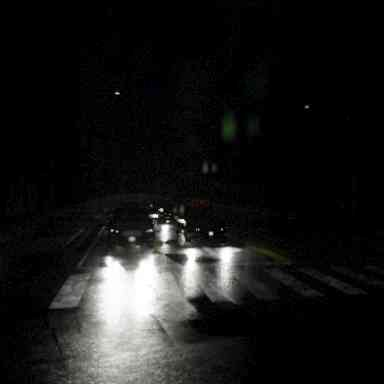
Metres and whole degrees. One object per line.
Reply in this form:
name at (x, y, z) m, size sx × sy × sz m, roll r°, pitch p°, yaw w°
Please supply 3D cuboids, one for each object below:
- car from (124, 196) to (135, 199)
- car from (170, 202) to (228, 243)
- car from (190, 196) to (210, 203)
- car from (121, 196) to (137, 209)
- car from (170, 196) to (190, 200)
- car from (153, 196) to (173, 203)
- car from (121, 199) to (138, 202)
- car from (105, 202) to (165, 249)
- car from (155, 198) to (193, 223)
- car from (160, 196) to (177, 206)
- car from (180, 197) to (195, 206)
car at (-6.428, 1.422, 34.030) m, size 1.812 × 1.442 × 4.674 m, roll 1°, pitch 0°, yaw -11°
car at (0.327, 1.484, 16.222) m, size 1.837 × 1.490 × 4.892 m, roll 1°, pitch 0°, yaw -11°
car at (1.102, 1.388, 47.085) m, size 2.097 × 1.767 × 4.553 m, roll 1°, pitch 0°, yaw -10°
car at (-8.363, 1.381, 44.229) m, size 1.837 × 1.490 × 4.892 m, roll 1°, pitch 0°, yaw -10°
car at (-2.092, 1.530, 46.547) m, size 2.033 × 1.411 × 5.357 m, roll 1°, pitch 0°, yaw -10°
car at (-3.453, 1.495, 35.746) m, size 2.033 × 1.411 × 5.357 m, roll 1°, pitch 0°, yaw -11°
car at (-4.466, 1.461, 23.887) m, size 2.033 × 1.411 × 5.357 m, roll 1°, pitch 0°, yaw -11°
car at (-2.608, 1.418, 14.320) m, size 2.128 × 1.511 × 4.902 m, roll 1°, pitch 0°, yaw -11°
car at (-1.472, 1.470, 25.521) m, size 1.837 × 1.490 × 4.892 m, roll 1°, pitch 0°, yaw -11°
car at (-4.005, 1.451, 56.129) m, size 2.128 × 1.511 × 4.902 m, roll 1°, pitch 0°, yaw -11°
car at (-0.823, 1.613, 56.777) m, size 1.895 × 1.301 × 4.718 m, roll 1°, pitch 0°, yaw -11°
